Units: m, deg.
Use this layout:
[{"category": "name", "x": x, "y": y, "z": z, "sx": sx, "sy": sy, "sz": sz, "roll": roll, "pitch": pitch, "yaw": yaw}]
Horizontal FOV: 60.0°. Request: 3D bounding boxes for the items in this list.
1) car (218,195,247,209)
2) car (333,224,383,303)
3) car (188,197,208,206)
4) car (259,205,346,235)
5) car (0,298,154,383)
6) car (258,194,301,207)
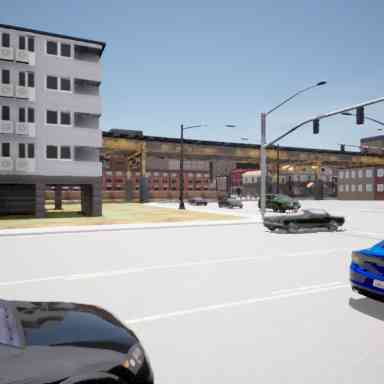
[{"category": "car", "x": 5.294, "y": 1.540, "z": 46.444, "sx": 1.812, "sy": 1.442, "sz": 4.674, "roll": 0, "pitch": 0, "yaw": -25}, {"category": "car", "x": 5.572, "y": 1.482, "z": 6.917, "sx": 5.008, "sy": 1.535, "sz": 1.882, "roll": 0, "pitch": 0, "yaw": -25}, {"category": "car", "x": 0.874, "y": 1.563, "z": 55.895, "sx": 2.033, "sy": 1.411, "sz": 5.357, "roll": 0, "pitch": 0, "yaw": -20}, {"category": "car", "x": 6.375, "y": 1.609, "z": 19.027, "sx": 4.718, "sy": 1.301, "sz": 1.895, "roll": 0, "pitch": 0, "yaw": -24}, {"category": "car", "x": -2.429, "y": 1.564, "z": 2.752, "sx": 4.181, "sy": 1.385, "sz": 1.994, "roll": 0, "pitch": 0, "yaw": -32}, {"category": "car", "x": 9.666, "y": 1.236, "z": 37.289, "sx": 2.150, "sy": 2.045, "sz": 5.566, "roll": 0, "pitch": 0, "yaw": -26}]
